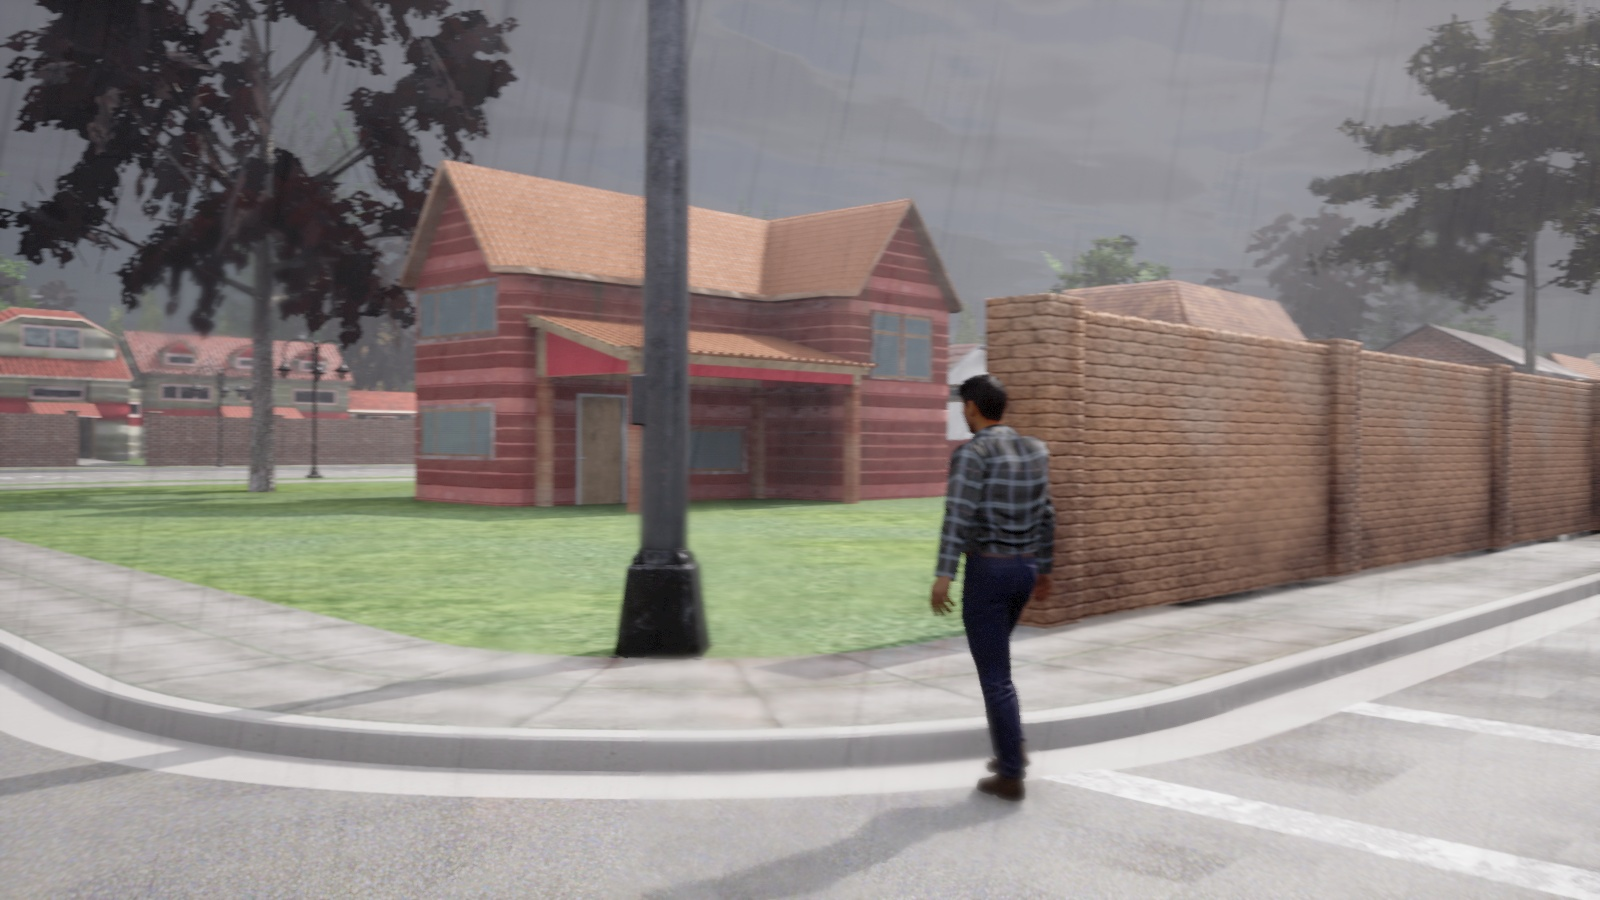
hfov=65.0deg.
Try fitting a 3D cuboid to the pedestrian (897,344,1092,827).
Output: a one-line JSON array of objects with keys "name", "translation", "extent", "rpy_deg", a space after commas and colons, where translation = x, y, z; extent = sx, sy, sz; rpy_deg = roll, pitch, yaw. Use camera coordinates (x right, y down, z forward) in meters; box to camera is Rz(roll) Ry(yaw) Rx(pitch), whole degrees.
[{"name": "pedestrian", "translation": [0.835, 0.545, 5.506], "extent": [0.423, 1.949, 0.788], "rpy_deg": [-1, 0, -30]}]
